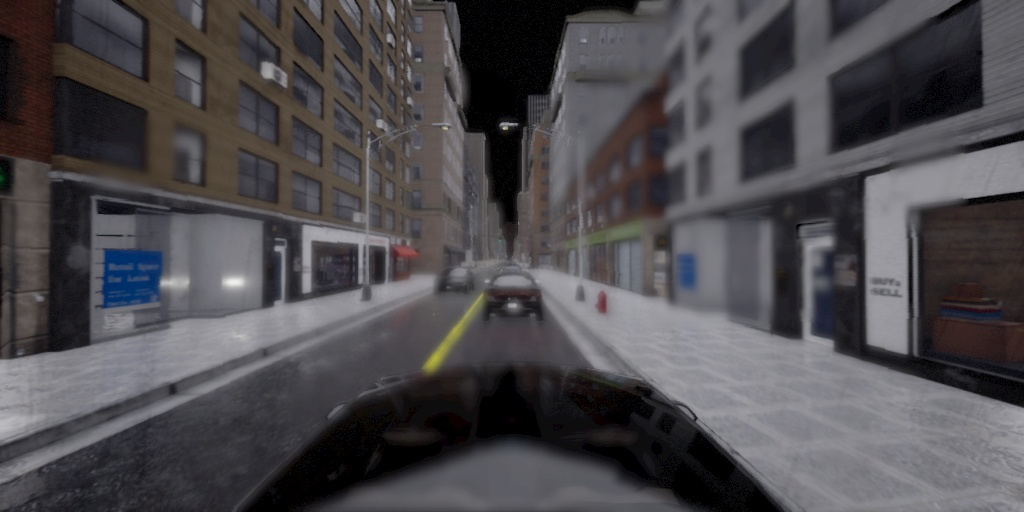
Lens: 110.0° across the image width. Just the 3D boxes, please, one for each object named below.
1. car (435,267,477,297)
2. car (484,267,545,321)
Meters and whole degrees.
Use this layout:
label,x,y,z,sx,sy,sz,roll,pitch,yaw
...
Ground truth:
label,x,y,z,sx,sy,sz,roll,pitch,yaw
car,-3.103,1.392,20.625,1.882,1.535,5.008,0,-1,0
car,0.082,1.324,12.878,1.882,1.535,5.008,0,0,0
